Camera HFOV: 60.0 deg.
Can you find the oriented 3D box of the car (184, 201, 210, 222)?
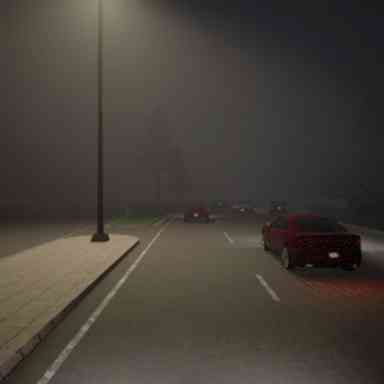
[{"bbox_3d":[0.417,1.442,25.566,1.812,1.442,4.674,0,0,3],"label":"car"}]

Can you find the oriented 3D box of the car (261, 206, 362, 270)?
[{"bbox_3d":[3.602,1.441,10.922,1.882,1.535,5.008,0,0,0],"label":"car"}]

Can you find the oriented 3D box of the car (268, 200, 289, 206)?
[{"bbox_3d":[8.157,1.444,31.220,2.033,1.411,5.357,0,0,13],"label":"car"}]

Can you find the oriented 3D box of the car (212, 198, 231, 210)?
[{"bbox_3d":[3.779,1.429,41.139,1.994,1.385,4.181,0,0,16],"label":"car"}]

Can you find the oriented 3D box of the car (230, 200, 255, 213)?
[{"bbox_3d":[5.517,1.486,34.676,1.895,1.301,4.718,0,0,15],"label":"car"}]
